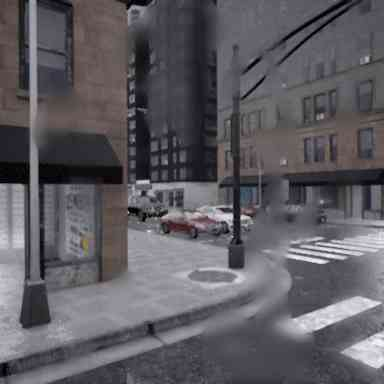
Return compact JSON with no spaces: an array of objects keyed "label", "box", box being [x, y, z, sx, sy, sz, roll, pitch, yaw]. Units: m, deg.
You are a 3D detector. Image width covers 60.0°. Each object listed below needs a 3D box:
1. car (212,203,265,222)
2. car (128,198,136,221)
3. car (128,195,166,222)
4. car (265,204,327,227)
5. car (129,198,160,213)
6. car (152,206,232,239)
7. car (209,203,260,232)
[{"label":"car","box":[3.666,1.576,26.887,1.802,1.307,4.206,-1,0,-35]},{"label":"car","box":[-6.478,1.552,26.515,1.967,1.590,4.097,-1,0,-35]},{"label":"car","box":[-4.103,1.310,27.614,2.150,2.045,5.566,-1,0,-35]},{"label":"car","box":[6.832,1.490,22.356,2.008,1.369,4.403,-1,0,-35]},{"label":"car","box":[-5.840,1.601,40.482,1.967,1.590,4.097,-1,0,-35]},{"label":"car","box":[-0.139,1.584,17.450,1.802,1.307,4.206,-1,0,-35]},{"label":"car","box":[1.577,1.516,19.477,1.812,1.442,4.674,-1,0,-34]}]
